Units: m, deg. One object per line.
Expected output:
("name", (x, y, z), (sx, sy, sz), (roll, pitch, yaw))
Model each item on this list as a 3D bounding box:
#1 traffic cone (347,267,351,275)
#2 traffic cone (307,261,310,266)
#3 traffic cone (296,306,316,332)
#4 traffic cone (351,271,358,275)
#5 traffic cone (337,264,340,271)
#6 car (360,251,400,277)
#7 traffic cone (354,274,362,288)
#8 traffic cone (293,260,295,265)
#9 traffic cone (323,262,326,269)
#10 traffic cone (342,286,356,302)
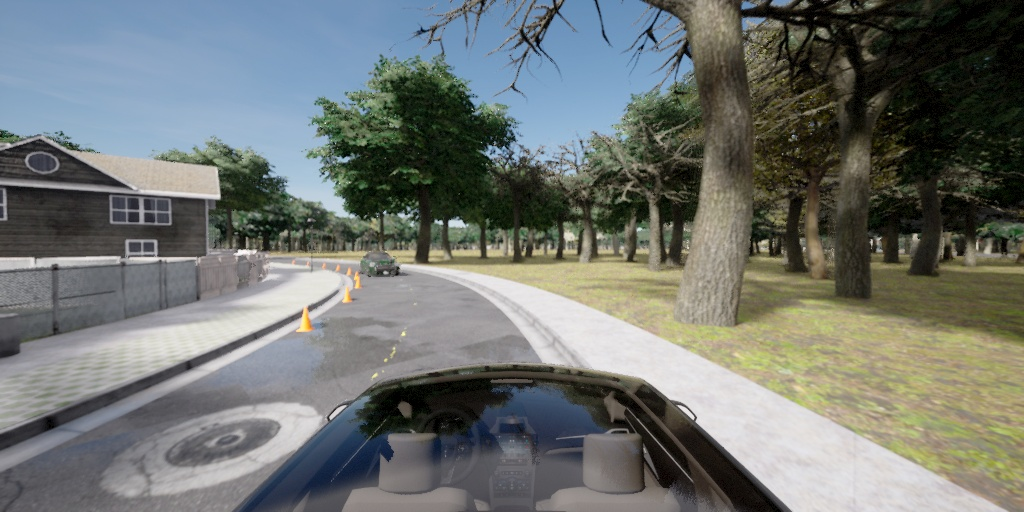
("traffic cone", (-12.039, 1.090, 26.578), (0.340, 0.580, 0.340), (0, 0, -32))
("traffic cone", (-21.306, 0.802, 37.522), (0.340, 0.580, 0.340), (0, 0, 44))
("traffic cone", (-5.129, 1.547, 8.937), (0.340, 0.580, 0.340), (0, 0, -11))
("traffic cone", (-9.691, 1.200, 22.432), (0.340, 0.580, 0.340), (0, 0, -27))
("traffic cone", (-14.767, 0.987, 30.483), (0.340, 0.580, 0.340), (0, 0, -38))
("car", (-9.528, 0.507, 25.746), (2.097, 1.767, 4.553), (-1, 2, -31))
("traffic cone", (-7.747, 1.315, 18.085), (0.340, 0.580, 0.340), (0, 0, -21))
("traffic cone", (-24.925, 0.713, 40.971), (0.340, 0.580, 0.340), (0, 0, 44))
("traffic cone", (-17.851, 0.892, 34.113), (0.340, 0.580, 0.340), (0, 0, -43))
("traffic cone", (-6.222, 1.431, 13.573), (0.340, 0.580, 0.340), (0, 0, -16))
